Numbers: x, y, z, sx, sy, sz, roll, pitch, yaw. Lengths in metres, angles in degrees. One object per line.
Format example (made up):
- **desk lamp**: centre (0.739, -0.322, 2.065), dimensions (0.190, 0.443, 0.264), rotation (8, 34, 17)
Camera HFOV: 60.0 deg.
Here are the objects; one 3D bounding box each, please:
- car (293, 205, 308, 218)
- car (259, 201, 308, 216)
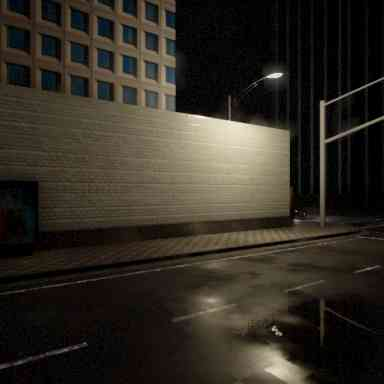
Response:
- **car**: centre (8.123, 1.581, 29.977), dimensions (1.812, 1.442, 4.674), rotation (0, 0, -36)
- **car**: centre (9.324, 1.656, 34.302), dimensions (1.895, 1.301, 4.718), rotation (0, 0, -36)
